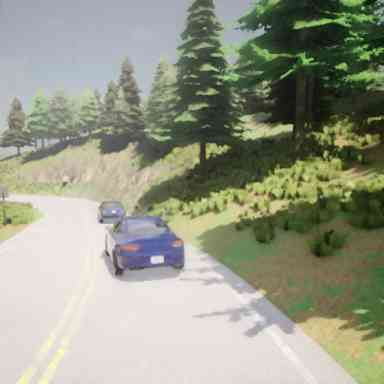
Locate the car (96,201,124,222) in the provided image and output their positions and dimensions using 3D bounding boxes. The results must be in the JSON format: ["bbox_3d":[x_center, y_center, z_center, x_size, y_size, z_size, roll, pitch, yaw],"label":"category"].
[{"bbox_3d":[-6.030,1.368,24.782,2.033,1.411,5.357,-2,1,-18],"label":"car"}]

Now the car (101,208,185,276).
[{"bbox_3d":[-1.564,1.421,10.061,1.812,1.442,4.674,-2,1,-19],"label":"car"}]
